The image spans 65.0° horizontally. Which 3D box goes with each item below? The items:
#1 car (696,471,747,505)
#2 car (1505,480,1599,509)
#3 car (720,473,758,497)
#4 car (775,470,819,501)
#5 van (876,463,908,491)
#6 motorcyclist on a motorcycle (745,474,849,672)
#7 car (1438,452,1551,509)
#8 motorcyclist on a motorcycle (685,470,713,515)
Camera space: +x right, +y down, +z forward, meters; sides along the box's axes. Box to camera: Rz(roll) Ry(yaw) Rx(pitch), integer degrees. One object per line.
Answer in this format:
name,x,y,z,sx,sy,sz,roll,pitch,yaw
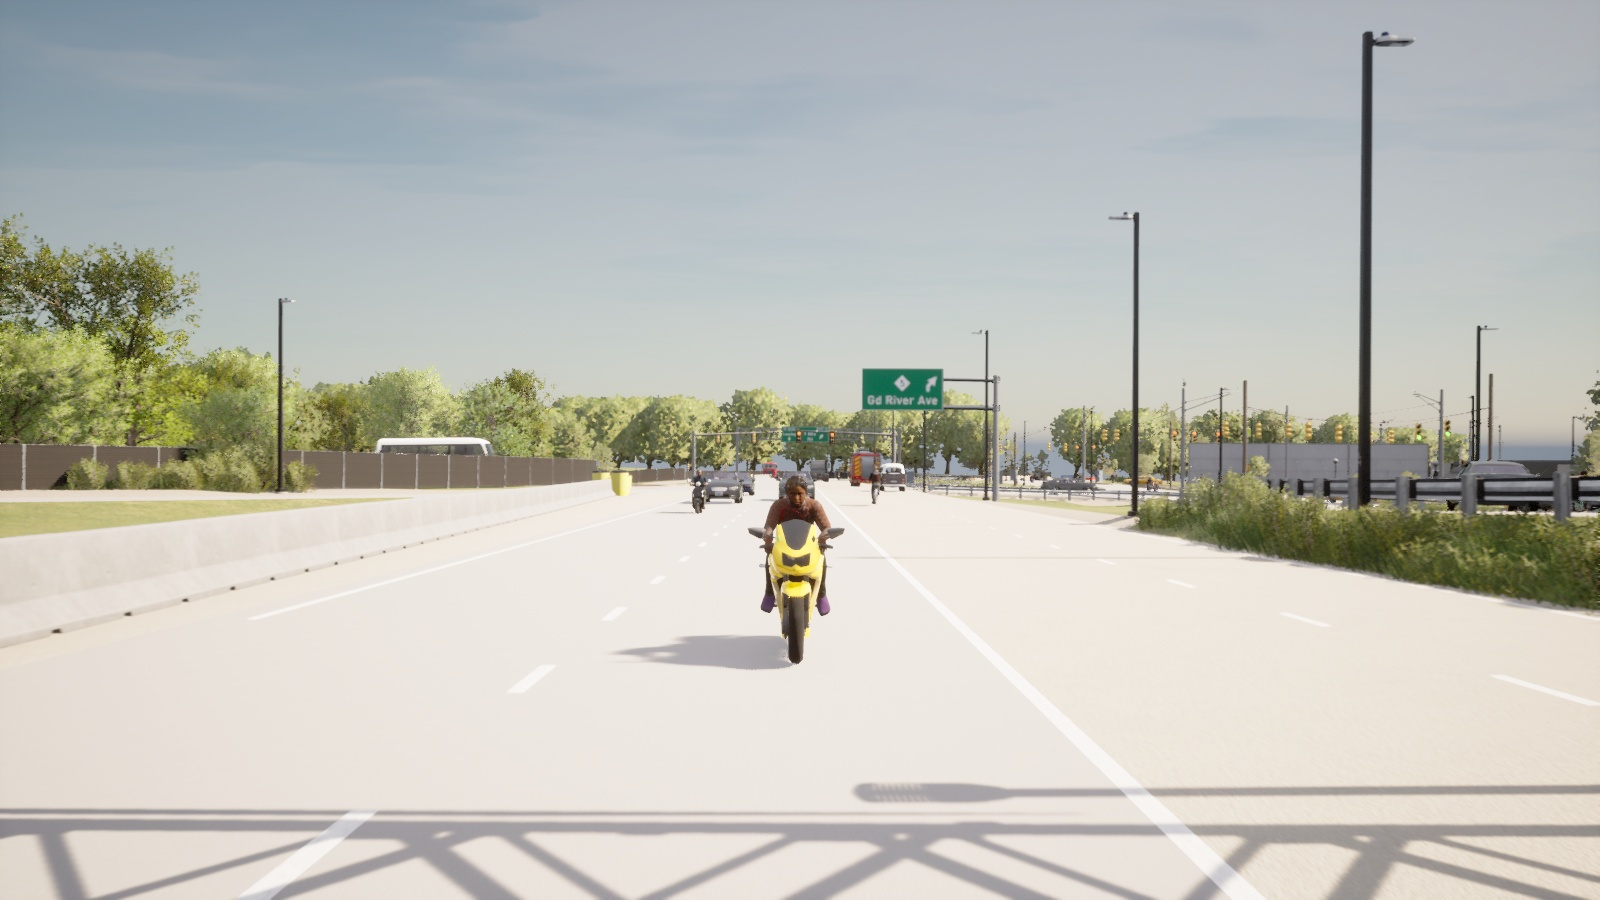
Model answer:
car,-3.637,1.735,58.912,2.128,1.511,4.902,0,-1,0
car,42.397,2.464,70.151,2.128,1.511,4.902,1,-1,-28
car,-3.678,2.092,76.382,2.033,1.411,5.357,0,-1,0
car,-0.150,1.806,64.386,2.128,1.511,4.902,0,-1,0
van,6.782,1.981,92.916,2.069,2.038,4.480,0,-1,0
motorcyclist on a motorcycle,-0.025,0.976,10.778,0.797,1.523,2.044,0,-1,0
car,18.989,0.877,34.557,2.033,1.411,5.357,0,-2,22
motorcyclist on a motorcycle,-3.605,1.517,45.048,0.866,1.590,1.817,0,-1,0
